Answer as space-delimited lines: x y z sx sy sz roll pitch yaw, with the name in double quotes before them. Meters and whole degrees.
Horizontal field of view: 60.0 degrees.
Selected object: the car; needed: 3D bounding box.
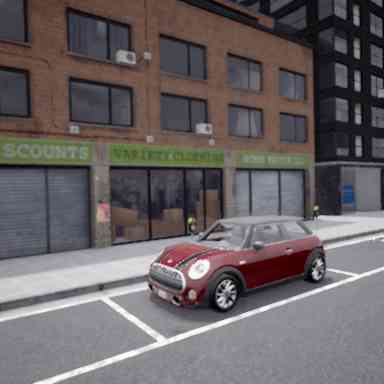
"car" 1.065 1.296 7.295 4.097 1.590 1.967 -2 1 -35
